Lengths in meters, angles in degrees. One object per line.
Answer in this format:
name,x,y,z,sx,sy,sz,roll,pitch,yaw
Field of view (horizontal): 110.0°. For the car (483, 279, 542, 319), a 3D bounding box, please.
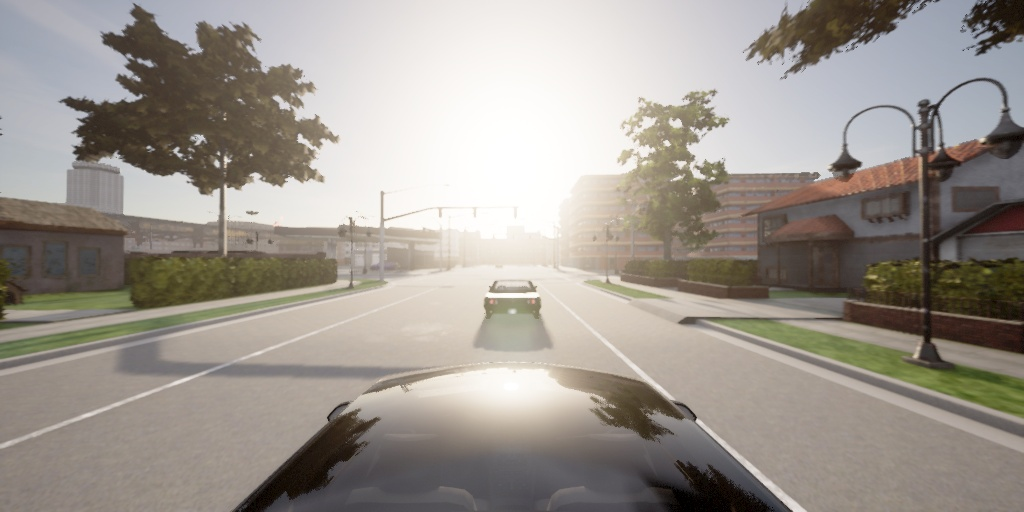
car,0.036,1.496,13.547,1.895,1.301,4.718,0,-1,1
